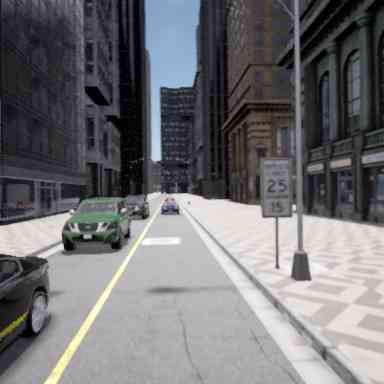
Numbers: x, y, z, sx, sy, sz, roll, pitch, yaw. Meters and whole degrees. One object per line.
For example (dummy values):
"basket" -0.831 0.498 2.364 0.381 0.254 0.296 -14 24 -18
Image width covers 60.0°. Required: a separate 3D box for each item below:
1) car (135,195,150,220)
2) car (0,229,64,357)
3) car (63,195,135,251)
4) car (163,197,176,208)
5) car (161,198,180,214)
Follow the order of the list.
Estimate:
"car" -5.022 1.309 29.532 2.150 2.045 5.566 -1 0 -2
"car" -3.292 1.536 3.844 1.882 1.535 5.008 -1 0 -4
"car" -4.067 1.300 15.050 2.150 2.045 5.566 -1 0 -4
"car" -3.234 1.565 48.890 1.812 1.442 4.674 -1 0 -3
"car" -2.313 1.640 35.688 1.895 1.301 4.718 -1 0 -4
